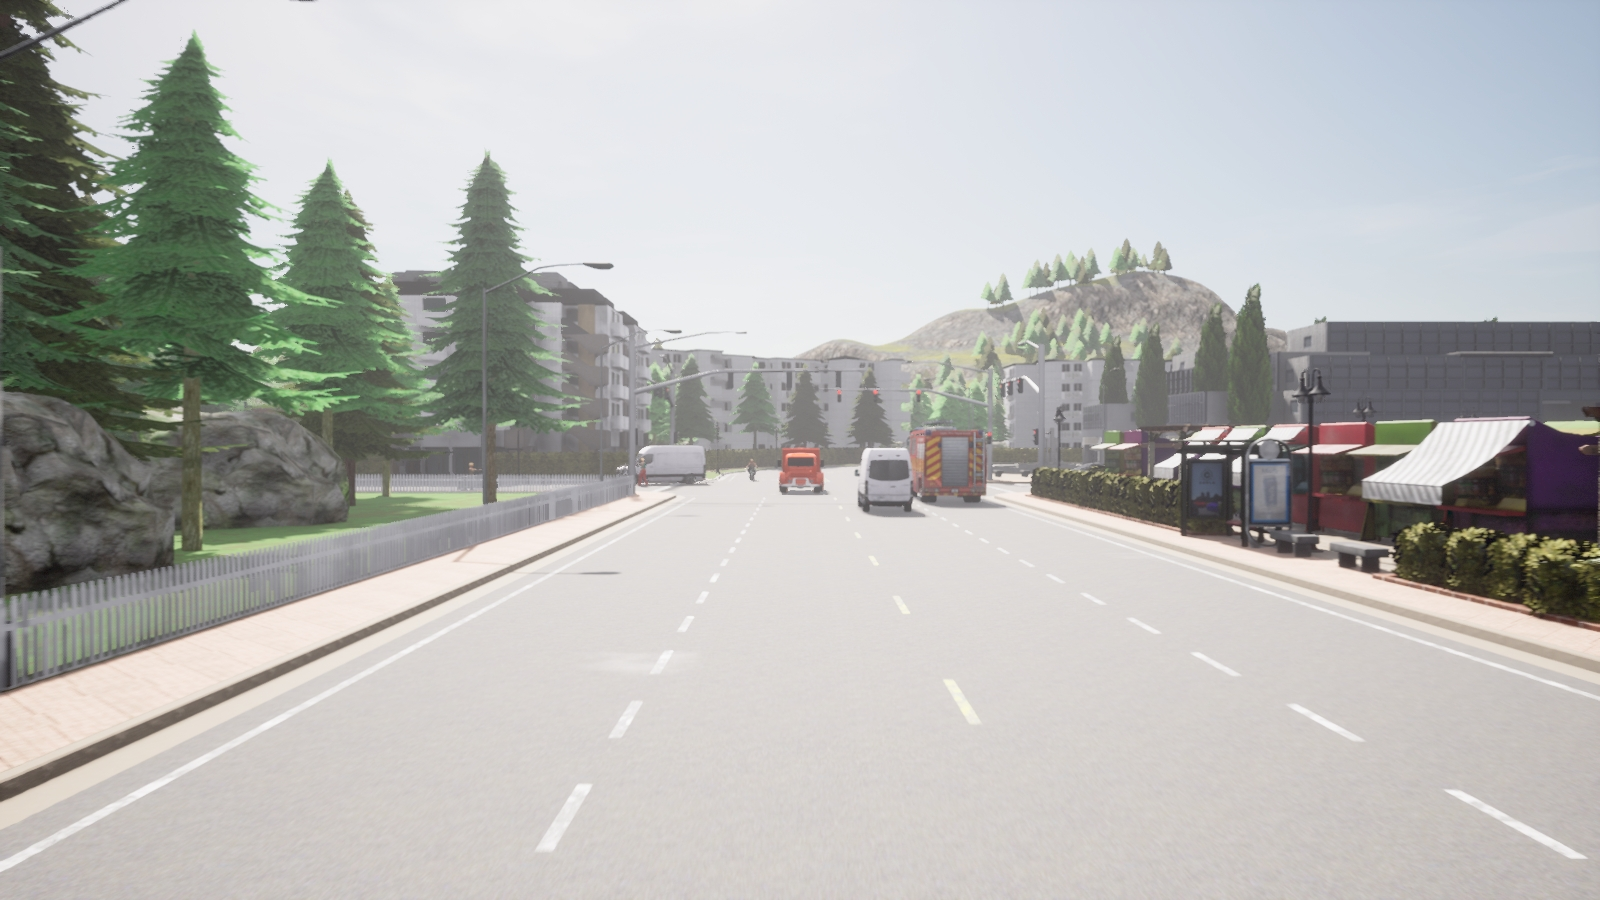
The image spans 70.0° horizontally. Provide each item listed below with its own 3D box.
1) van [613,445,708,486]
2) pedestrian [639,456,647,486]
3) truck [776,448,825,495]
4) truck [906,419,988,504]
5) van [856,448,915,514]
[{"bbox_3d":[-9.204,0.995,75.303,5.915,2.561,1.988,0,1,-20],"label":"van"},{"bbox_3d":[-9.797,1.336,71.333,0.375,1.860,0.375,0,0,24],"label":"pedestrian"},{"bbox_3d":[0.058,1.117,63.401,2.627,2.467,5.204,0,0,1],"label":"truck"},{"bbox_3d":[7.002,0.498,55.573,2.891,3.827,8.468,0,0,0],"label":"truck"},{"bbox_3d":[3.494,1.195,47.581,1.988,2.561,5.915,0,0,0],"label":"van"}]
